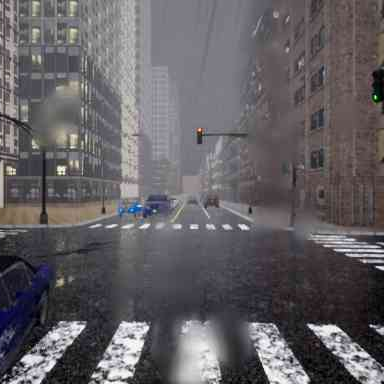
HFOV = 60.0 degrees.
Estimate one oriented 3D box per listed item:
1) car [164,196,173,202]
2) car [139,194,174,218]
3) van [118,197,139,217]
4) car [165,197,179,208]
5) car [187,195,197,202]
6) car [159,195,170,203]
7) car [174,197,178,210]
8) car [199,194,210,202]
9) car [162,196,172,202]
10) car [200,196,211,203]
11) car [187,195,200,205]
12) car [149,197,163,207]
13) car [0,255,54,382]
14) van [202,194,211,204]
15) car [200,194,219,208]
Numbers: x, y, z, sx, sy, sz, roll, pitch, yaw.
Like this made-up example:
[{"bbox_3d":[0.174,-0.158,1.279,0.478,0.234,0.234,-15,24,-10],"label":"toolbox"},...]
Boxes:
[{"bbox_3d":[-5.614,1.584,80.543,2.008,1.369,4.403,0,0,0],"label":"car"},{"bbox_3d":[-3.079,1.225,30.254,2.150,2.045,5.566,0,0,0],"label":"car"},{"bbox_3d":[-5.661,1.345,30.584,1.690,1.788,3.998,0,0,0],"label":"van"},{"bbox_3d":[-3.036,1.538,50.534,1.812,1.442,4.674,0,0,1],"label":"car"},{"bbox_3d":[0.069,1.414,70.080,2.033,1.411,5.357,0,0,0],"label":"car"},{"bbox_3d":[-5.625,1.464,69.440,1.967,1.590,4.097,0,0,0],"label":"car"},{"bbox_3d":[-3.059,1.609,40.444,1.895,1.301,4.718,0,0,0],"label":"car"},{"bbox_3d":[2.760,1.343,74.984,2.192,1.841,5.009,0,0,0],"label":"car"},{"bbox_3d":[-5.620,1.554,74.821,1.752,1.417,4.829,0,0,0],"label":"car"},{"bbox_3d":[2.756,1.575,69.433,2.008,1.369,4.403,0,0,0],"label":"car"},{"bbox_3d":[0.061,1.619,60.104,1.895,1.301,4.718,0,0,0],"label":"car"},{"bbox_3d":[-5.641,1.539,52.618,1.752,1.417,4.829,0,0,0],"label":"car"},{"bbox_3d":[-3.082,1.598,4.135,1.895,1.301,4.718,0,0,-13],"label":"car"},{"bbox_3d":[2.750,1.361,63.883,1.690,1.788,3.998,0,0,0],"label":"van"},{"bbox_3d":[2.734,1.326,47.230,2.192,1.841,5.009,0,0,0],"label":"car"}]
